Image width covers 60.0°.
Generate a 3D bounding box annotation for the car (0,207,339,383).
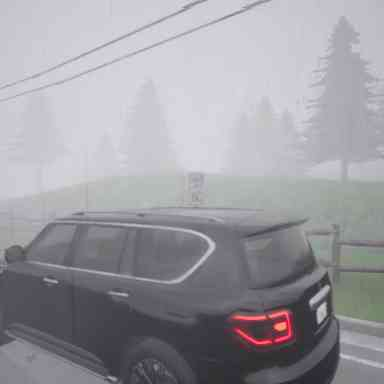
[{"bbox_3d":[-0.966,1.242,4.680,5.566,2.045,2.150,-1,0,35],"label":"car"}]
